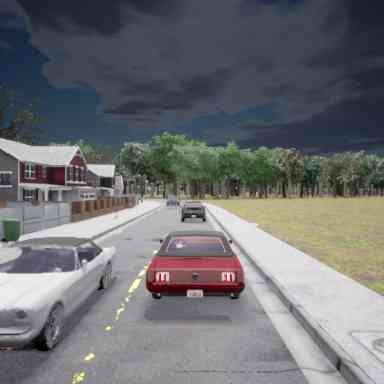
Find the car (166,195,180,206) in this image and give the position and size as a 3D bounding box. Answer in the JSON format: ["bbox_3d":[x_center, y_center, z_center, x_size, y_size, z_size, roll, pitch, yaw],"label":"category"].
[{"bbox_3d":[-3.070,1.335,54.208,2.097,1.767,4.553,0,0,-4],"label":"car"}]

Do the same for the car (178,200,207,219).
[{"bbox_3d":[0.112,1.500,26.434,1.837,1.490,4.892,0,0,0],"label":"car"}]

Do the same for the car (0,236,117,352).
[{"bbox_3d":[-2.848,1.600,6.283,1.895,1.301,4.718,0,0,0],"label":"car"}]

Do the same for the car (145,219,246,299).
[{"bbox_3d":[0.099,1.600,8.386,1.895,1.301,4.718,0,0,1],"label":"car"}]
